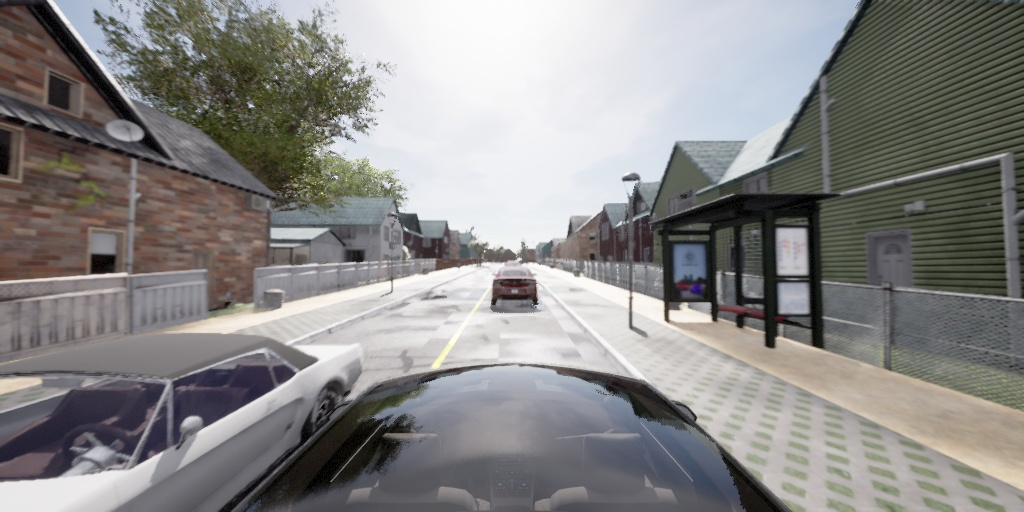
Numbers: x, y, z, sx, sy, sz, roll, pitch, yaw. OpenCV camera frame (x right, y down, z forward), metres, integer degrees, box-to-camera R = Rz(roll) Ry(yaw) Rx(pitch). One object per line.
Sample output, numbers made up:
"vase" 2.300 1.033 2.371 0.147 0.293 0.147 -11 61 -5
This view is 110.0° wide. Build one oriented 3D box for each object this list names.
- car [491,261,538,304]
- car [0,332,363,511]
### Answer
"car" 0.109 1.182 16.084 1.882 1.535 5.008 0 0 0
"car" -2.845 1.349 2.398 1.895 1.301 4.718 0 0 0
